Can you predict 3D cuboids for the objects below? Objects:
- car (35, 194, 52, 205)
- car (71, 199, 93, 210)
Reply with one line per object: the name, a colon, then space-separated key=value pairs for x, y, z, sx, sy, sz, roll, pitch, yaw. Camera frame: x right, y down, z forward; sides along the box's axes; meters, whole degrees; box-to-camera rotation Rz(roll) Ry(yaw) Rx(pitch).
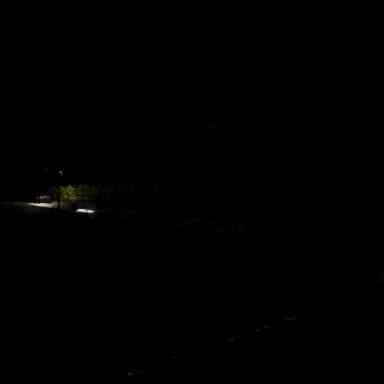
car: x=-28.274 y=1.324 z=63.220 sx=2.150 sy=2.045 sz=5.566 roll=-1 pitch=0 yaw=-35
car: x=-14.598 y=1.621 z=43.997 sx=1.994 sy=1.385 sz=4.181 roll=-1 pitch=0 yaw=-35
